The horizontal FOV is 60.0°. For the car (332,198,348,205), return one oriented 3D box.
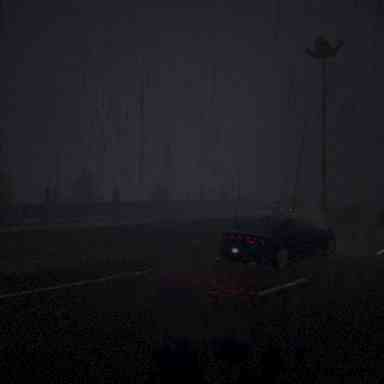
[{"bbox_3d":[31.905,1.935,70.806,2.128,1.511,4.902,0,0,32],"label":"car"}]

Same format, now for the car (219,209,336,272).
[{"bbox_3d":[3.067,1.548,11.283,5.008,1.535,1.882,0,0,-42],"label":"car"}]

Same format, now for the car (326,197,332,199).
[{"bbox_3d":[31.521,1.950,76.845,1.837,1.490,4.892,0,0,32],"label":"car"}]

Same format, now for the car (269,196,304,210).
[{"bbox_3d":[10.847,1.449,37.035,2.150,2.045,5.566,0,-1,33],"label":"car"}]

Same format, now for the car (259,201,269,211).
[{"bbox_3d":[10.315,1.809,42.709,2.033,1.411,5.357,0,0,32],"label":"car"}]

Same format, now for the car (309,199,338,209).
[{"bbox_3d":[13.624,1.734,34.902,1.812,1.442,4.674,0,0,33],"label":"car"}]

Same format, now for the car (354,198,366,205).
[{"bbox_3d":[34.883,1.919,68.967,1.812,1.442,4.674,0,0,32],"label":"car"}]

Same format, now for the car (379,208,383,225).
[{"bbox_3d":[15.353,1.648,24.911,1.837,1.490,4.892,0,0,38],"label":"car"}]
